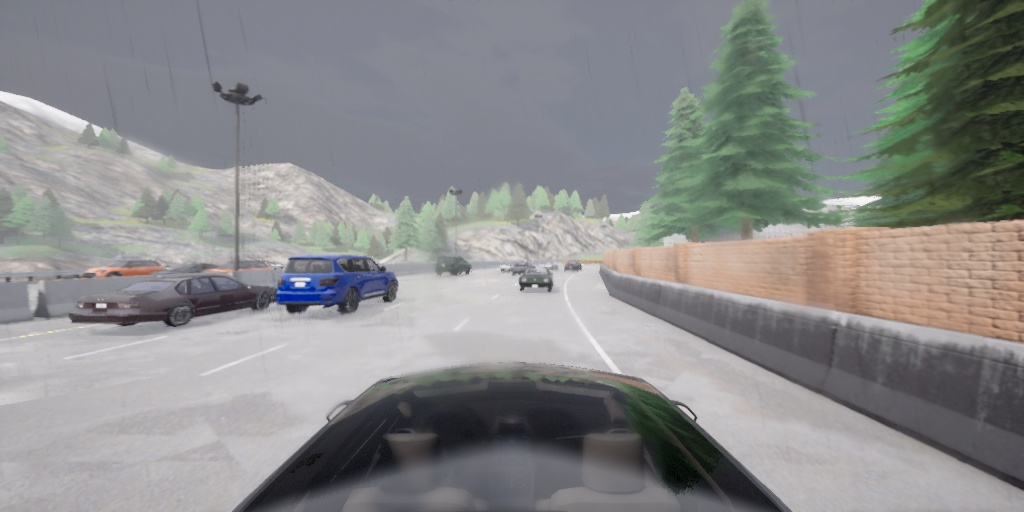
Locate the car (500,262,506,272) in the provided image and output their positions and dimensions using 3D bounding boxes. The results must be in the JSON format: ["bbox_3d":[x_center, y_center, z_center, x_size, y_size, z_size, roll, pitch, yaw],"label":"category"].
[{"bbox_3d":[0.074,1.423,46.725,1.895,1.301,4.718,0,0,18],"label":"car"}]

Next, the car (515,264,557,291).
[{"bbox_3d":[1.610,1.386,22.161,1.895,1.301,4.718,0,0,8],"label":"car"}]

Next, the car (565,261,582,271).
[{"bbox_3d":[8.557,1.365,49.911,1.812,1.442,4.674,0,0,19],"label":"car"}]

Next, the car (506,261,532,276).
[{"bbox_3d":[1.265,1.300,37.898,2.128,1.511,4.902,0,0,14],"label":"car"}]

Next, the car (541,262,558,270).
[{"bbox_3d":[5.272,1.438,51.164,1.895,1.301,4.718,0,0,20],"label":"car"}]

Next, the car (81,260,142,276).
[{"bbox_3d":[-29.536,1.098,27.485,2.097,1.767,4.553,0,0,9],"label":"car"}]

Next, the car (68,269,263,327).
[{"bbox_3d":[-10.098,1.298,11.489,2.033,1.411,5.357,0,0,4],"label":"car"}]

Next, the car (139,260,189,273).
[{"bbox_3d":[-22.757,1.261,25.539,1.837,1.490,4.892,0,-1,9],"label":"car"}]

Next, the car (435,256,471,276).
[{"bbox_3d":[-6.057,1.023,37.467,2.150,2.045,5.566,0,0,13],"label":"car"}]

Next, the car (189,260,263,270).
[{"bbox_3d":[-19.266,1.110,25.202,2.097,1.767,4.553,0,0,9],"label":"car"}]

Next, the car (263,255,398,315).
[{"bbox_3d":[-6.393,0.983,13.881,2.150,2.045,5.566,0,0,5],"label":"car"}]
